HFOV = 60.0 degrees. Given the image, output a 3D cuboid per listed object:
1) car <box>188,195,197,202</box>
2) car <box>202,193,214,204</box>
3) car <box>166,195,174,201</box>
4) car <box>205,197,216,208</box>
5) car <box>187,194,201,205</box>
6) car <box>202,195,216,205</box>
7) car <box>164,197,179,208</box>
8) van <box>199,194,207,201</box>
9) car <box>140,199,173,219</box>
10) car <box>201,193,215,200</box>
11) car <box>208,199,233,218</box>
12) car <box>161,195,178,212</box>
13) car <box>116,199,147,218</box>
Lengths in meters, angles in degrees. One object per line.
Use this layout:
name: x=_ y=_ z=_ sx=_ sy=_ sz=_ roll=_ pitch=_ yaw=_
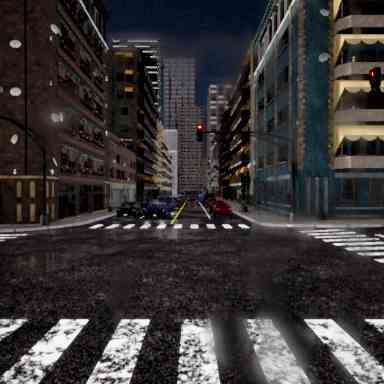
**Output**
car: x=0.108 y=1.381 z=69.844 sx=1.812 sy=1.442 sz=4.674 roll=0 pitch=0 yaw=0
car: x=3.212 y=1.243 z=67.976 sx=2.150 sy=2.045 sz=5.566 roll=0 pitch=0 yaw=0
car: x=-5.566 y=1.563 z=85.469 sx=1.752 sy=1.417 sz=4.829 roll=0 pitch=0 yaw=0
car: x=2.739 y=1.570 z=35.902 sx=1.947 sy=1.339 sz=4.313 roll=0 pitch=0 yaw=0
car: x=0.093 y=1.510 z=60.671 sx=2.128 sy=1.511 sz=4.902 roll=0 pitch=0 yaw=0
car: x=2.756 y=1.555 z=46.949 sx=1.887 sy=1.381 sz=4.507 roll=0 pitch=0 yaw=0
car: x=-3.012 y=1.537 z=49.749 sx=1.812 sy=1.442 sz=4.674 roll=0 pitch=0 yaw=0
van: x=2.813 y=1.379 z=85.614 sx=1.690 sy=1.788 sz=3.998 roll=-1 pitch=0 yaw=0
car: x=-3.054 y=1.603 z=29.541 sx=1.895 sy=1.301 sz=4.718 roll=0 pitch=0 yaw=0
car: x=3.201 y=1.246 z=60.976 sx=2.150 sy=2.045 sz=5.566 roll=0 pitch=0 yaw=0
car: x=2.731 y=1.584 z=30.379 sx=1.802 sy=1.307 sz=4.206 roll=0 pitch=0 yaw=0
car: x=-3.035 y=1.358 z=39.537 sx=2.097 sy=1.767 sz=4.553 roll=0 pitch=0 yaw=0
car: x=-5.651 y=1.569 z=30.404 sx=1.947 sy=1.339 sz=4.313 roll=0 pitch=0 yaw=0
